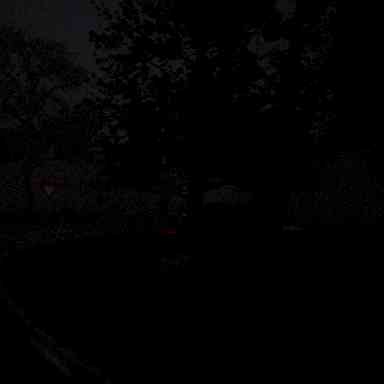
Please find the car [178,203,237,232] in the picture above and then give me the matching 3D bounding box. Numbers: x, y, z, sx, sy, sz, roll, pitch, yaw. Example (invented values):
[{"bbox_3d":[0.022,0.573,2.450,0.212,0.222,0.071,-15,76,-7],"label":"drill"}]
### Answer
[{"bbox_3d":[1.670,1.428,19.465,5.008,1.535,1.882,0,0,-16],"label":"car"}]
